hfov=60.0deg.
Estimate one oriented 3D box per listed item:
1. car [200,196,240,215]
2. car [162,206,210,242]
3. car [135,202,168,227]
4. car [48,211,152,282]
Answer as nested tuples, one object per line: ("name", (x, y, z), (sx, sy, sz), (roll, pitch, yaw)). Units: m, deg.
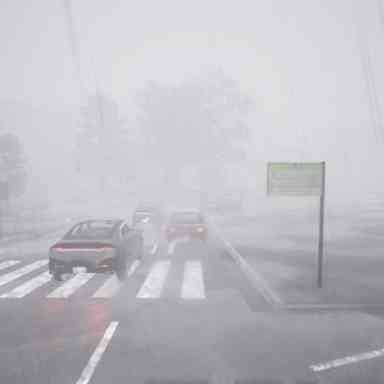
("car", (2.559, 1.090, 29.284), (2.128, 1.511, 4.902), (3, 5, 35))
("car", (-0.247, 1.657, 16.792), (1.895, 1.301, 4.718), (0, 1, -1))
("car", (-2.734, 1.410, 22.204), (2.128, 1.511, 4.902), (0, 2, 1))
("car", (-2.612, 1.569, 9.999), (2.128, 1.511, 4.902), (0, 0, -1))
